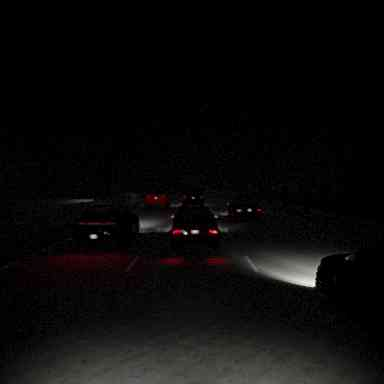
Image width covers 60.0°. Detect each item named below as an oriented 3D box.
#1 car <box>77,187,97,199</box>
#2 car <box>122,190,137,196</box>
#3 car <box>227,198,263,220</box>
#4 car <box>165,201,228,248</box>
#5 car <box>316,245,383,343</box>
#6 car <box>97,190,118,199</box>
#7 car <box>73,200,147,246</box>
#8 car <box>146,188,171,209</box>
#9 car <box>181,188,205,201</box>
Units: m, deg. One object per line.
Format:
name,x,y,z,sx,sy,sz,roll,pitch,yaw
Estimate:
car,-17.541,0.157,56.339,2.150,2.045,5.566,0,1,1
car,-10.547,0.462,56.535,1.812,1.442,4.674,0,1,0
car,3.595,1.142,23.268,2.033,1.411,5.357,0,1,0
car,0.100,1.334,13.667,2.033,1.411,5.357,0,1,0
car,3.582,1.518,5.318,1.994,1.385,4.181,0,1,0
car,-14.045,0.540,56.277,1.895,1.301,4.718,0,1,1
car,-3.402,1.273,13.928,2.128,1.511,4.902,0,1,0
car,-3.397,0.602,33.935,2.150,2.045,5.566,0,1,0
car,0.103,0.603,33.901,2.150,2.045,5.566,0,1,0
